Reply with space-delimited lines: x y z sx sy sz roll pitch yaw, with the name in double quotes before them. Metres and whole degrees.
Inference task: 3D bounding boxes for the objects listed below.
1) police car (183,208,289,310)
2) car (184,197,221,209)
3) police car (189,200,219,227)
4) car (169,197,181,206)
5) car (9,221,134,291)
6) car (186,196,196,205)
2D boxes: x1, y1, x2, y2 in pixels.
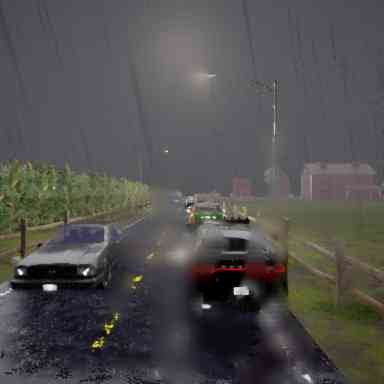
"police car" 0.804 1.425 8.058 1.930 1.638 5.238 0 0 0
"car" 0.778 1.351 17.919 2.097 1.767 4.553 0 0 0
"police car" 0.762 1.425 24.058 1.930 1.638 5.238 0 0 0
"car" -2.902 1.598 58.148 2.033 1.411 5.357 0 0 0
"car" -2.875 1.547 9.393 2.033 1.411 5.357 0 0 0
"car" -0.163 1.539 62.734 1.882 1.535 5.008 0 0 0
